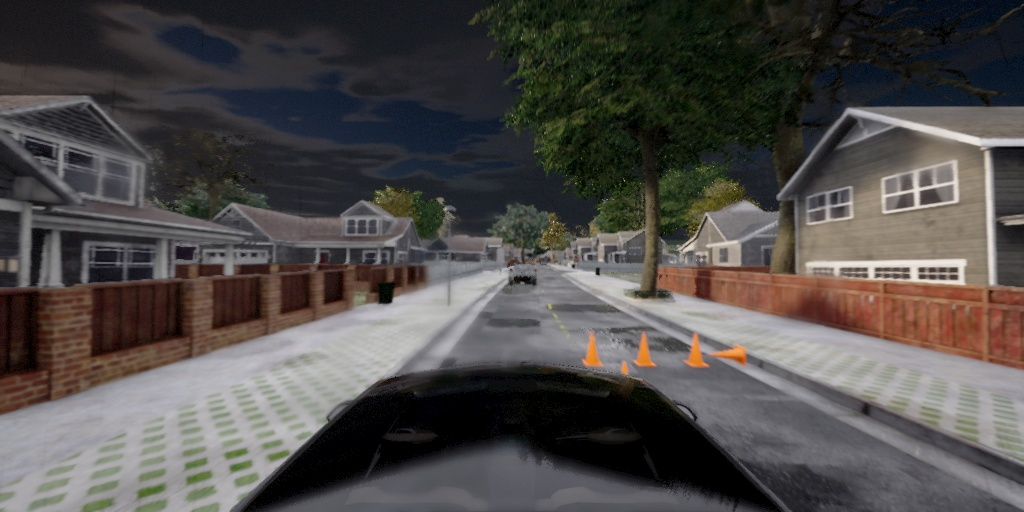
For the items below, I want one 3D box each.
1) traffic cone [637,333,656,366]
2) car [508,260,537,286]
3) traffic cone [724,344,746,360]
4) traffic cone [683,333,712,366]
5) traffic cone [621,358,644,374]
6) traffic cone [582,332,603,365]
[{"bbox_3d":[2.546,1.781,6.926,0.340,0.580,0.340,0,0,0],"label":"traffic cone"},{"bbox_3d":[0.864,1.352,27.827,2.097,1.767,4.553,0,0,3],"label":"car"},{"bbox_3d":[4.410,1.624,6.929,0.340,0.580,0.340,0,0,1],"label":"traffic cone"},{"bbox_3d":[3.546,1.789,6.925,0.340,0.580,0.340,0,0,0],"label":"traffic cone"},{"bbox_3d":[1.545,1.752,4.927,0.340,0.580,0.340,0,0,0],"label":"traffic cone"},{"bbox_3d":[1.547,1.773,6.927,0.340,0.580,0.340,0,0,0],"label":"traffic cone"}]
